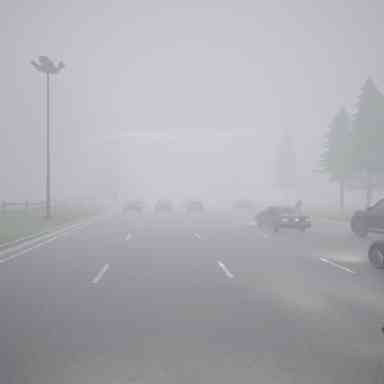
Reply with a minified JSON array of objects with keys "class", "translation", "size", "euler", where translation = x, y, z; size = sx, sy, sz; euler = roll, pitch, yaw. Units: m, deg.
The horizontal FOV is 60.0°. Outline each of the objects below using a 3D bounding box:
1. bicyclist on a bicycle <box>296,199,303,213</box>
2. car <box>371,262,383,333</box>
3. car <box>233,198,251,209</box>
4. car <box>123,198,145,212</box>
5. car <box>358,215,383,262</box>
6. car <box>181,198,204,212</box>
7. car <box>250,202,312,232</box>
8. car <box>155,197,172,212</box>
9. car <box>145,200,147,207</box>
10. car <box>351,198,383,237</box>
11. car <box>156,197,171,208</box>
[{"class":"bicyclist on a bicycle","translation":[9.126,1.454,28.295],"size":[0.582,1.620,1.656],"euler":[0,-2,34]},{"class":"car","translation":[3.498,1.601,2.101],"size":[1.895,1.301,4.718],"euler":[0,0,-5]},{"class":"car","translation":[6.771,1.526,44.137],"size":[1.812,1.442,4.674],"euler":[0,0,-5]},{"class":"car","translation":[-6.746,1.601,38.117],"size":[1.895,1.301,4.718],"euler":[0,0,-5]},{"class":"car","translation":[6.352,1.526,8.146],"size":[1.812,1.442,4.674],"euler":[0,0,-4]},{"class":"car","translation":[0.245,1.491,38.543],"size":[2.128,1.511,4.902],"euler":[0,0,-5]},{"class":"car","translation":[5.377,1.548,20.278],"size":[2.033,1.411,5.357],"euler":[0,0,-5]},{"class":"car","translation":[-3.226,1.601,38.037],"size":[1.895,1.301,4.718],"euler":[0,0,-5]},{"class":"car","translation":[-7.636,1.526,48.035],"size":[1.812,1.442,4.674],"euler":[0,0,-5]},{"class":"car","translation":[9.363,1.223,14.697],"size":[2.150,2.045,5.566],"euler":[0,0,-5]},{"class":"car","translation":[-4.127,1.491,48.092],"size":[2.128,1.511,4.902],"euler":[0,0,-6]}]
